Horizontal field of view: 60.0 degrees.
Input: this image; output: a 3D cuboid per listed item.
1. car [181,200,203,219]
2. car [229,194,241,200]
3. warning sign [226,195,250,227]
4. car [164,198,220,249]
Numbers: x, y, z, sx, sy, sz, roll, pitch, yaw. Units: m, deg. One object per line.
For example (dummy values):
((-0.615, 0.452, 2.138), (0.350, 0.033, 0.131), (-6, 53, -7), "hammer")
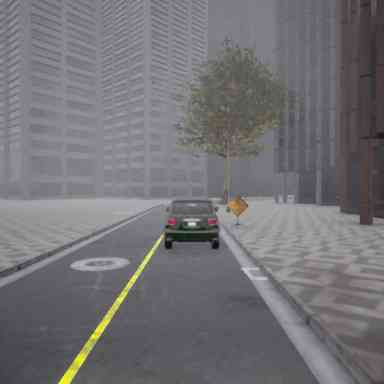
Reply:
((0.000, 1.492, 29.650), (1.812, 1.442, 4.674), (0, 0, 0), "car")
((9.584, 1.231, 76.037), (1.812, 1.442, 4.674), (0, 0, 39), "car")
((2.724, 1.101, 19.827), (1.300, 1.860, 1.060), (0, 1, 0), "warning sign")
((0.000, 1.251, 14.680), (2.150, 2.045, 5.566), (0, 0, 0), "car")
